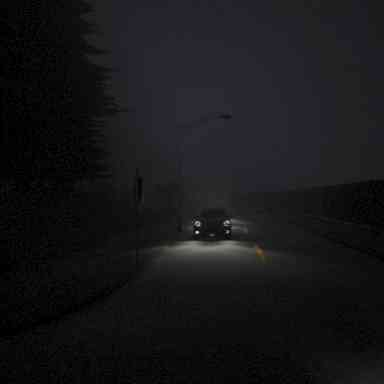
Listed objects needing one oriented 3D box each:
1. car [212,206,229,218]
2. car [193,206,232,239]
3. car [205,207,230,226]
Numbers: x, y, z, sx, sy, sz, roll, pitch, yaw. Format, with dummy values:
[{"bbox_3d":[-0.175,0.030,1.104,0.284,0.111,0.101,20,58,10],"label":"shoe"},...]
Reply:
[{"bbox_3d":[3.488,2.389,40.675,1.895,1.301,4.718,-1,-1,6],"label":"car"},{"bbox_3d":[1.296,1.751,19.952,2.097,1.767,4.553,-1,-1,6],"label":"car"},{"bbox_3d":[2.369,2.139,30.195,2.033,1.411,5.357,-1,-1,6],"label":"car"}]
